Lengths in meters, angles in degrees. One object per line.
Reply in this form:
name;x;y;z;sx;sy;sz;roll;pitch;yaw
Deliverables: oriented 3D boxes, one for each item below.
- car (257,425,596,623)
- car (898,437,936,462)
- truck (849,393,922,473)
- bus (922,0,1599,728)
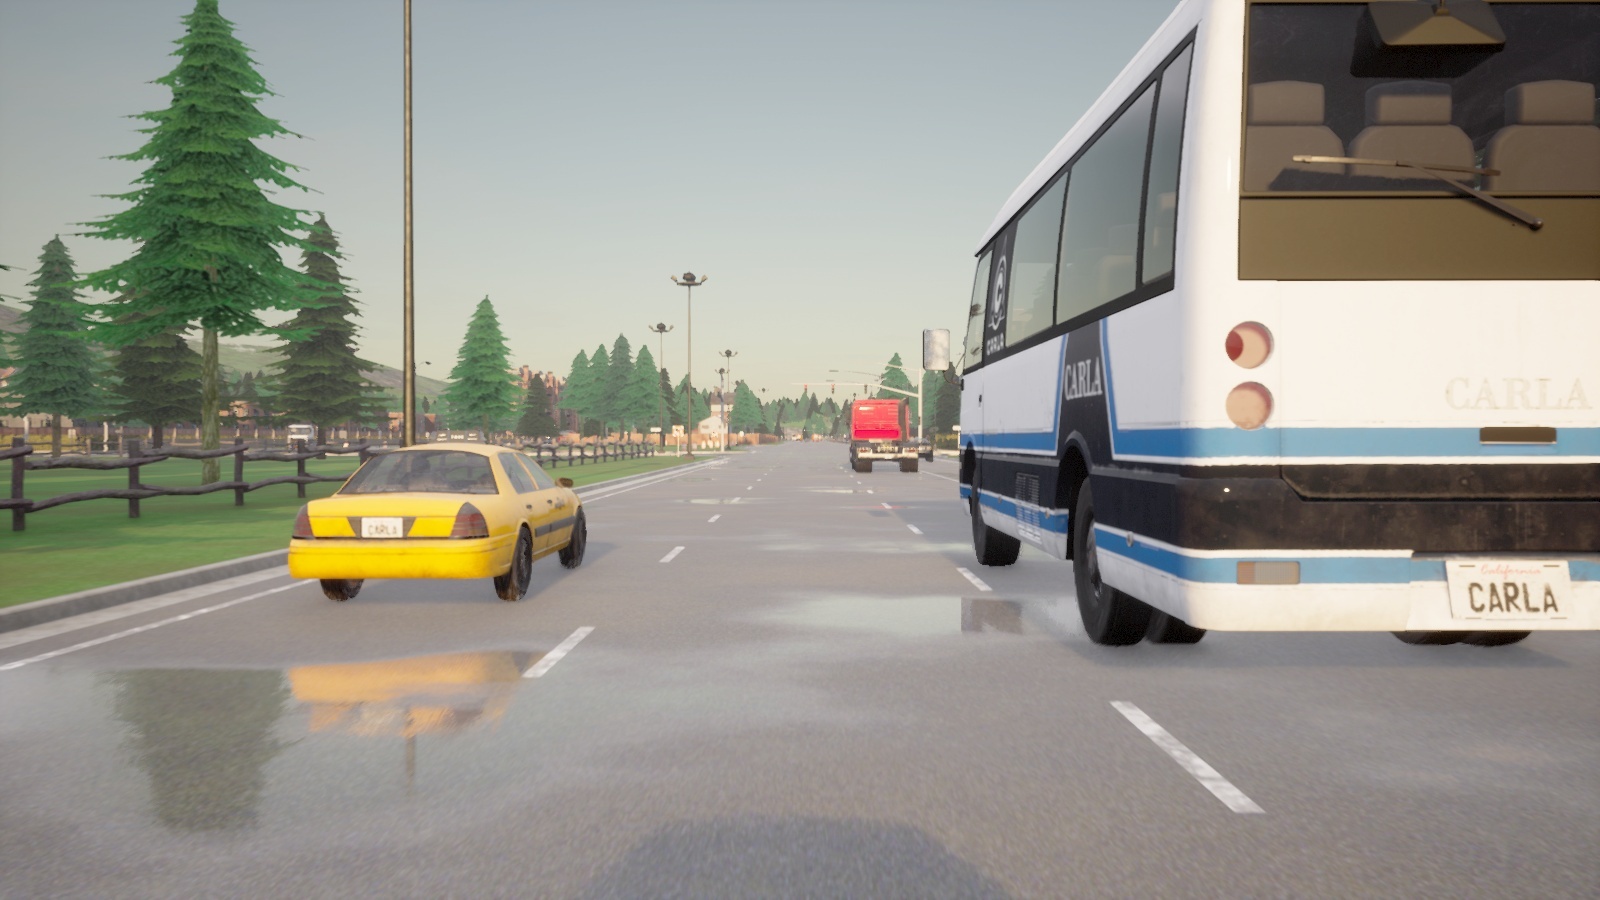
car;-3.413;0.565;12.690;1.801;1.575;5.366;0;1;0
car;7.468;-0.041;80.405;2.007;1.525;4.514;0;1;0
truck;3.845;-0.769;58.302;2.891;3.462;7.936;0;1;0
bus;3.582;-0.735;11.628;3.944;4.253;10.273;0;1;0
